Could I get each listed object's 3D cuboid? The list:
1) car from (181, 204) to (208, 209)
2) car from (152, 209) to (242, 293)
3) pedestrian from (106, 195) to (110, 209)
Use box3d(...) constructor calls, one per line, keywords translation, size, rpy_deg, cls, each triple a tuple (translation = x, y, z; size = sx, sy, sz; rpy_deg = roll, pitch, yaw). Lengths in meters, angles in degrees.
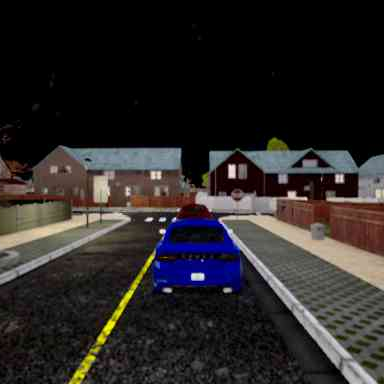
box3d(translation=(0.133, 1.402, 19.007), size=(1.882, 1.535, 5.008), rpy_deg=(0, 0, 0), cls="car")
box3d(translation=(0.113, 1.443, 8.768), size=(1.882, 1.535, 5.008), rpy_deg=(0, 0, 0), cls="car")
box3d(translation=(-9.291, 0.910, 36.487), size=(0.375, 1.860, 0.375), rpy_deg=(0, 0, 1), cls="pedestrian")
